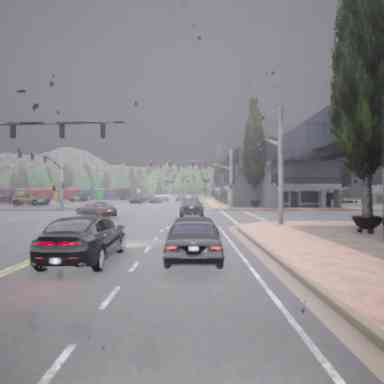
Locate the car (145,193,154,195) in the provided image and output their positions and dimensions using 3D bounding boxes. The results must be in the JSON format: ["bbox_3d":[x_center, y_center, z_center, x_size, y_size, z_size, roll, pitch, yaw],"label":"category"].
[{"bbox_3d":[-9.995,1.270,78.059,2.150,2.045,5.566,0,0,1],"label":"car"}]

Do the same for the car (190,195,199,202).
[{"bbox_3d":[0.580,1.570,80.796,2.128,1.511,4.902,0,0,1],"label":"car"}]

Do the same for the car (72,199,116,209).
[{"bbox_3d":[-8.743,1.582,30.355,4.181,1.385,1.994,0,0,41],"label":"car"}]

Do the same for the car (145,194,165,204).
[{"bbox_3d":[-6.921,1.584,62.512,2.033,1.411,5.357,0,0,2],"label":"car"}]

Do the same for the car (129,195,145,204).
[{"bbox_3d":[-10.423,1.638,62.528,1.895,1.301,4.718,0,0,2],"label":"car"}]

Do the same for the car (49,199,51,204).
[{"bbox_3d":[-24.925,1.188,53.650,3.866,1.878,1.905,0,0,0],"label":"car"}]

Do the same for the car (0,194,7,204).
[{"bbox_3d":[-42.473,1.197,73.260,4.605,1.855,1.932,0,0,0],"label":"car"}]

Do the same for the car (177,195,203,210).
[{"bbox_3d":[-0.054,1.371,31.128,2.097,1.767,4.553,0,0,0],"label":"car"}]

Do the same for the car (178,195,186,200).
[{"bbox_3d":[-2.656,1.523,90.986,1.994,1.385,4.181,0,0,1],"label":"car"}]

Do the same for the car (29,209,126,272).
[{"bbox_3d":[-3.444,1.511,10.838,1.837,1.490,4.892,0,0,0],"label":"car"}]

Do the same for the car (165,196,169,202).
[{"bbox_3d":[-6.494,1.569,78.035,2.128,1.511,4.902,0,0,1],"label":"car"}]

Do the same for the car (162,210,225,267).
[{"bbox_3d":[0.058,1.554,11.345,2.033,1.411,5.357,0,0,0],"label":"car"}]

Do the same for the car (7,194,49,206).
[{"bbox_3d":[-24.980,1.184,50.756,4.605,1.855,1.932,0,0,0],"label":"car"}]

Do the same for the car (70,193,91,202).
[{"bbox_3d":[-24.953,1.200,73.274,3.866,1.878,1.905,0,0,0],"label":"car"}]

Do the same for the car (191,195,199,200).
[{"bbox_3d":[0.843,1.523,90.896,1.994,1.385,4.181,0,0,1],"label":"car"}]

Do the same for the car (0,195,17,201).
[{"bbox_3d":[-42.408,1.409,76.157,3.905,1.438,1.784,0,0,0],"label":"car"}]
